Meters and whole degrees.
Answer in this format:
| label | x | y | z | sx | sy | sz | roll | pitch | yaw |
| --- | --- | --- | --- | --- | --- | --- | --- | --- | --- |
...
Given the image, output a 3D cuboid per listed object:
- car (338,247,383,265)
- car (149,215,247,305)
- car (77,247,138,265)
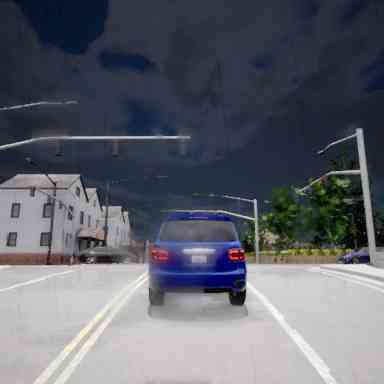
| label | x | y | z | sx | sy | sz | roll | pitch | yaw |
| --- | --- | --- | --- | --- | --- | --- | --- | --- | --- |
| car | 15.453 | 5.653 | 29.564 | 4.553 | 1.767 | 2.097 | 0 | -12 | 1 |
| car | 0.087 | 1.759 | 9.274 | 2.150 | 2.045 | 5.566 | 0 | -7 | -1 |
| car | -6.972 | 5.355 | 27.681 | 4.892 | 1.490 | 1.837 | 4 | -12 | -19 |
